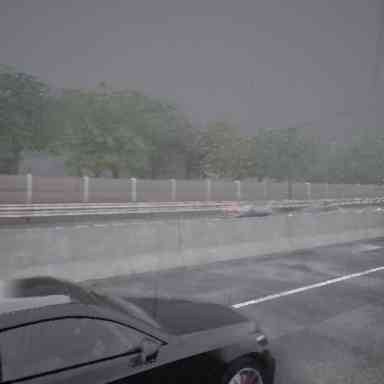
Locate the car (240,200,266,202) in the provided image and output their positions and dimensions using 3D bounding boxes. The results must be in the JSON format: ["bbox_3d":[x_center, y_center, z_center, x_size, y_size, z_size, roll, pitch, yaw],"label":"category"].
[{"bbox_3d":[4.869,1.468,28.956,4.553,1.767,2.097,0,0,-35],"label":"car"}]

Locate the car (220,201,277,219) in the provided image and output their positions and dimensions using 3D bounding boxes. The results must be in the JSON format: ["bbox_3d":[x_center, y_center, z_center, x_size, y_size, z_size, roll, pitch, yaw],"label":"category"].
[{"bbox_3d":[4.206,1.633,24.187,4.674,1.442,1.812,0,0,-35],"label":"car"}]

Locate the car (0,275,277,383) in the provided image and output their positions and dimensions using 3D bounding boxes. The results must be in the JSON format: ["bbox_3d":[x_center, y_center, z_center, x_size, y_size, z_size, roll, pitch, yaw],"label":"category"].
[{"bbox_3d":[-1.287,1.530,2.951,4.674,1.442,1.812,1,0,-35],"label":"car"}]

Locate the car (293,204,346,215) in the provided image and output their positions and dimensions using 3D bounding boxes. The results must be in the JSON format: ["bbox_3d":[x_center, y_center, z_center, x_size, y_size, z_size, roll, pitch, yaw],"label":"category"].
[{"bbox_3d":[8.923,1.621,23.251,4.892,1.490,1.837,0,0,-35],"label":"car"}]
